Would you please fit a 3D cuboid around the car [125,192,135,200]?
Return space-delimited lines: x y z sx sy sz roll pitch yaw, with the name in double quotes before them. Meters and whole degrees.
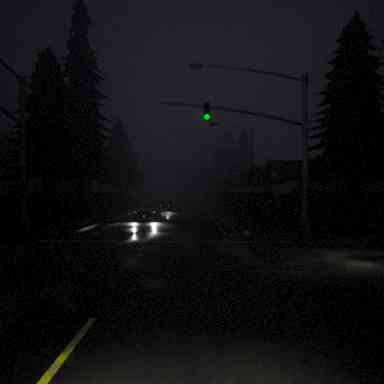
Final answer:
"car" -16.690 0.998 81.133 3.866 1.878 1.905 0 0 0

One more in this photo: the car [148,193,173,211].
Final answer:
"car" -3.538 1.182 40.296 2.150 2.045 5.566 0 0 0

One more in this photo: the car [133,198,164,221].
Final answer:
"car" -3.551 1.499 26.792 1.812 1.442 4.674 0 0 0
